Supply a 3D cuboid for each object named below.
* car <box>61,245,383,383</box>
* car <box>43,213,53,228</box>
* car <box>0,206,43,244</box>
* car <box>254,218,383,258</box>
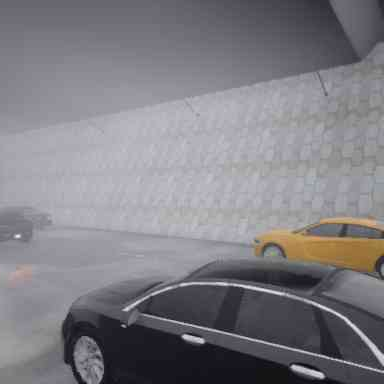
[{"bbox_3d":[0.559,1.503,3.595,4.892,1.490,1.837,0,0,36],"label":"car"},{"bbox_3d":[-10.690,1.544,20.252,5.357,1.411,2.033,0,0,36],"label":"car"},{"bbox_3d":[-8.915,1.502,14.679,4.892,1.490,1.837,0,0,36],"label":"car"},{"bbox_3d":[4.227,1.477,9.577,5.008,1.535,1.882,0,0,36],"label":"car"}]
